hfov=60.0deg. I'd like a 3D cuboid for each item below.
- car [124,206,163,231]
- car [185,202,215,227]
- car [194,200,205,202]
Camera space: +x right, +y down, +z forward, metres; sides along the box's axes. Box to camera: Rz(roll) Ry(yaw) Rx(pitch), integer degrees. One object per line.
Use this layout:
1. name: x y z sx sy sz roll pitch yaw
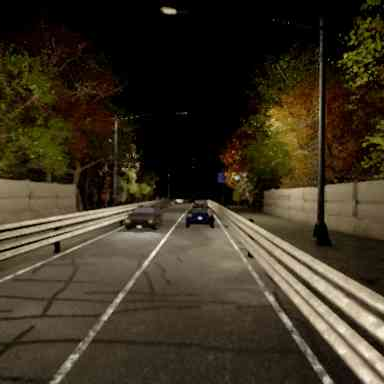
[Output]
1. car: -2.939 1.603 21.518 2.033 1.411 5.357 1 0 1
2. car: 0.565 1.681 23.687 1.994 1.385 4.181 1 0 1
3. car: 0.935 1.744 40.432 2.128 1.511 4.902 1 -1 1
